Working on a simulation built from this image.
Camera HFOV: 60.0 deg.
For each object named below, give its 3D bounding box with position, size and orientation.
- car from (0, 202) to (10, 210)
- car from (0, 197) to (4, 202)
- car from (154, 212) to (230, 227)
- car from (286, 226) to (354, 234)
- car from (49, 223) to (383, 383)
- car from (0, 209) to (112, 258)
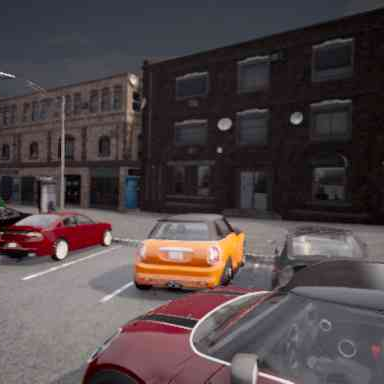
[{"bbox_3d":[-9.753,1.466,15.746,2.097,1.535,5.008,1,-1,13],"label":"car"},{"bbox_3d":[-12.276,1.212,17.384,2.435,2.045,5.566,1,-1,13],"label":"car"},{"bbox_3d":[0.206,1.351,8.901,2.185,1.767,4.553,0,-1,15],"label":"car"},{"bbox_3d":[2.681,1.480,7.171,2.231,1.521,4.892,0,-1,15],"label":"car"},{"bbox_3d":[1.223,1.350,2.482,4.553,1.767,2.097,0,0,35],"label":"car"},{"bbox_3d":[-4.755,1.471,12.358,2.097,1.535,5.008,0,-1,14],"label":"car"}]
